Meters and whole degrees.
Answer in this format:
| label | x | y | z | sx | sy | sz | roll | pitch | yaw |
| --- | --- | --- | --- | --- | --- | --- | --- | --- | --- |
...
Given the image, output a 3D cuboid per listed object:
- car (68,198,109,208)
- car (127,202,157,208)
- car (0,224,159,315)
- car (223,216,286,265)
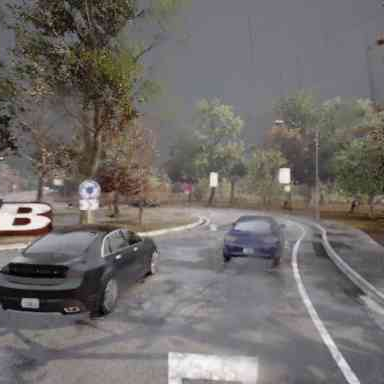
| label | x | y | z | sx | sy | sz | roll | pitch | yaw |
| --- | --- | --- | --- | --- | --- | --- | --- | --- | --- |
| car | -14.337 | 1.517 | 46.352 | 5.357 | 1.411 | 2.033 | 1 | 0 | 4 |
| car | -6.923 | 1.644 | 47.663 | 4.718 | 1.301 | 1.895 | 1 | 0 | 24 |
| car | -2.146 | 1.500 | 7.649 | 1.837 | 1.490 | 4.892 | 0 | 0 | 10 |
| car | 2.325 | 1.572 | 11.954 | 1.812 | 1.442 | 4.674 | 0 | 0 | 17 |
